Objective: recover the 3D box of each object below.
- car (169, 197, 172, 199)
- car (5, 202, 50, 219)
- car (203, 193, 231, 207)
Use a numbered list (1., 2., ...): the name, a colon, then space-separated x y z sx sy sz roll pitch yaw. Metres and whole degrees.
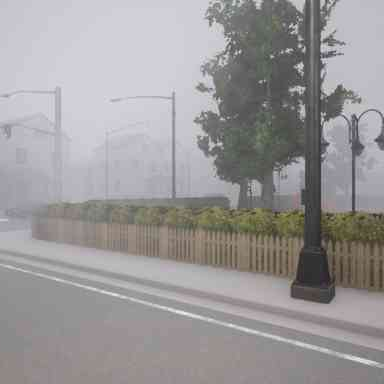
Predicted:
1. car: -3.018 1.478 45.023 1.882 1.535 5.008 0 0 35
2. car: -14.016 1.564 29.263 1.994 1.385 4.181 0 0 35
3. car: 3.548 1.221 48.156 2.150 2.045 5.566 0 0 35
